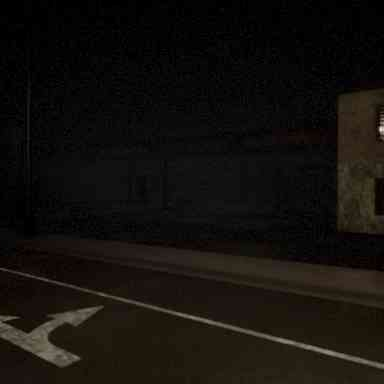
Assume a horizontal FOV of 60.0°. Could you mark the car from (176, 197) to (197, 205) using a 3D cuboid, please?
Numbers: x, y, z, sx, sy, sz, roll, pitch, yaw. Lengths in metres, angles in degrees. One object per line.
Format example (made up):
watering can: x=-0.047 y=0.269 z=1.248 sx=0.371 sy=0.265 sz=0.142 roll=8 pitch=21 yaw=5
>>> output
car: x=-1.043 y=1.748 z=64.404 sx=4.181 sy=1.385 sz=1.994 roll=0 pitch=0 yaw=-19
